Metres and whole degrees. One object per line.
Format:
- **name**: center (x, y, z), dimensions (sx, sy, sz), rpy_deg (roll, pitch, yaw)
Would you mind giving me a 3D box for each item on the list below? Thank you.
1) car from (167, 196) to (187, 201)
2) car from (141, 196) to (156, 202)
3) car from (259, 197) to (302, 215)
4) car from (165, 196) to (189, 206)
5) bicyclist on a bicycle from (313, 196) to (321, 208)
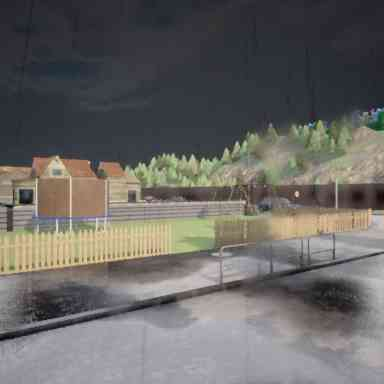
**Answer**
- **car**: center (-1.782, 1.600, 49.429), dimensions (1.895, 1.301, 4.718), rpy_deg (0, 0, -35)
- **car**: center (-8.812, 1.525, 66.230), dimensions (1.812, 1.442, 4.674), rpy_deg (0, 0, -36)
- **car**: center (9.080, 1.352, 34.261), dimensions (2.097, 1.767, 4.553), rpy_deg (0, 0, -36)
- **car**: center (-2.696, 1.504, 57.795), dimensions (1.837, 1.490, 4.892), rpy_deg (0, 0, -35)
- **bicyclist on a bicycle**: center (15.105, 1.348, 40.271), dimensions (1.656, 1.620, 0.582), rpy_deg (0, 0, -36)
